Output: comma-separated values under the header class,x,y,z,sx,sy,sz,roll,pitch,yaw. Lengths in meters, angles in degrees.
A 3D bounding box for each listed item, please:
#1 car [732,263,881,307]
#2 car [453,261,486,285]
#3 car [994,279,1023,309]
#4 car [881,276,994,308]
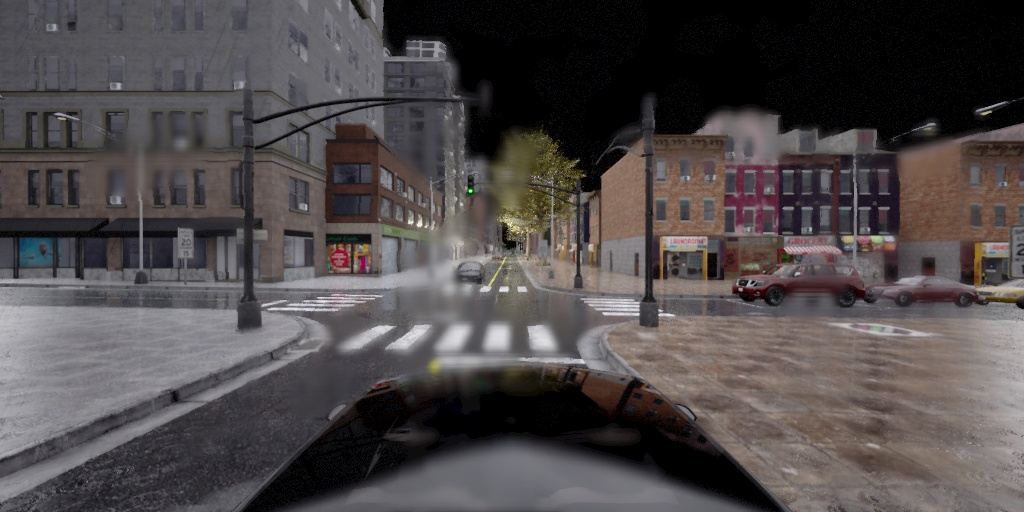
class,x,y,z,sx,sy,sz,roll,pitch,yaw
car,12.667,1.213,15.941,5.009,1.841,2.192,0,0,0
car,-2.804,1.121,24.413,1.882,1.535,5.008,0,2,0
car,23.301,1.577,15.984,4.829,1.417,1.751,0,0,0
car,18.069,1.557,15.963,4.207,1.307,1.802,0,0,0
